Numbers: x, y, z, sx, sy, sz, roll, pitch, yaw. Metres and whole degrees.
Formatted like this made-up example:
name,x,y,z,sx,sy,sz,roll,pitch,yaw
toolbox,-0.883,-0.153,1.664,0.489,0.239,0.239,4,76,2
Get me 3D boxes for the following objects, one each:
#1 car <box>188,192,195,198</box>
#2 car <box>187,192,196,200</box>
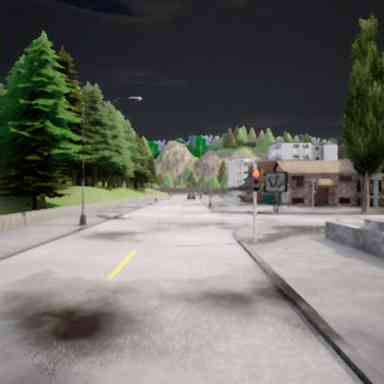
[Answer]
name,x,y,z,sx,sy,sz,roll,pitch,yaw
car,-0.177,0.824,84.345,1.837,1.490,4.892,0,0,0
car,-0.155,1.071,73.926,2.128,1.511,4.902,0,0,0
